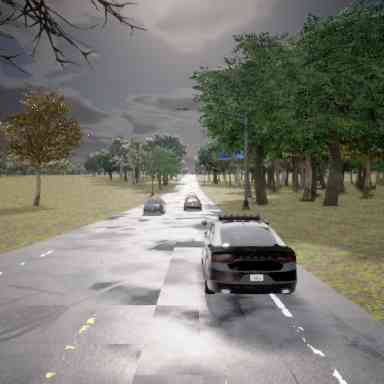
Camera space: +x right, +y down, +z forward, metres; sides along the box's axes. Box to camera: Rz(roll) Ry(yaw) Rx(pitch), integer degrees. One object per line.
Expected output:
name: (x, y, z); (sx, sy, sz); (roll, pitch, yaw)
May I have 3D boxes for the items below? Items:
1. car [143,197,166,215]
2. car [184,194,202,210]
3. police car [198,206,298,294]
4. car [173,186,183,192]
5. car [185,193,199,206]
car: (-3.493, 1.295, 31.468); (1.837, 1.490, 4.892); (0, 1, 0)
car: (0.078, 1.266, 37.031); (1.994, 1.385, 4.181); (0, 1, 0)
police car: (1.227, 1.411, 8.878); (1.930, 1.638, 5.238); (0, 0, 0)
car: (-3.482, -0.537, 83.690); (2.150, 2.045, 5.566); (0, 2, 0)
car: (0.036, 0.991, 46.989); (1.882, 1.535, 5.008); (0, 1, 1)
